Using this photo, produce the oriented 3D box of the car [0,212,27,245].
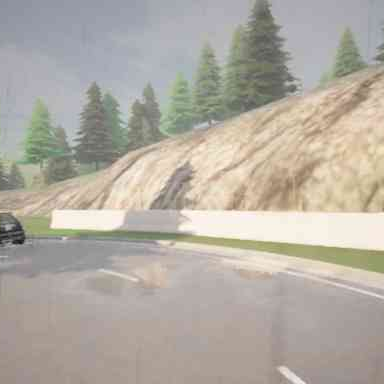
[{"bbox_3d":[-10.288,1.753,15.951,4.553,1.767,2.097,-2,0,22],"label":"car"}]
